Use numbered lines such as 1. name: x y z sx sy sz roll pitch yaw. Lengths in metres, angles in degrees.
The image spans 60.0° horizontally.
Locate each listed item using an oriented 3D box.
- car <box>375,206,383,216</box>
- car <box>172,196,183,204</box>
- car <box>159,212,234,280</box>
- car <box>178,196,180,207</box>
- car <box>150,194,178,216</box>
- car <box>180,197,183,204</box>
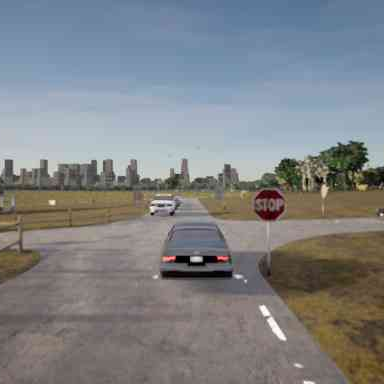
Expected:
1. car: 14.334 0.934 20.507 5.357 1.411 2.033 -2 0 0
2. car: -2.766 1.567 63.212 1.812 1.442 4.674 0 0 0
3. car: 0.097 1.546 9.928 2.033 1.411 5.357 0 0 0
4. car: -2.844 1.525 43.079 1.812 1.442 4.674 0 0 0
5. car: -2.848 1.217 33.280 2.150 2.045 5.566 0 0 0
6. car: -2.833 1.562 52.909 2.033 1.411 5.357 0 0 0
